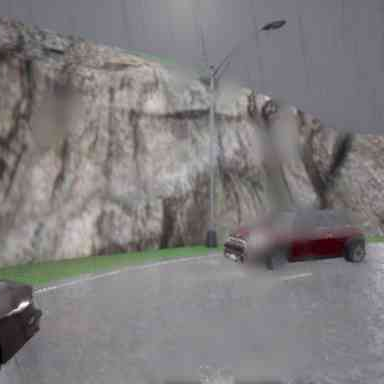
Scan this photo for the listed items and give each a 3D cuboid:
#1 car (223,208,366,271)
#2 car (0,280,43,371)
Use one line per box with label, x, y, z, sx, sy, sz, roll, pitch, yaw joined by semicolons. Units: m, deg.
car;3.290;1.343;10.764;4.553;1.767;2.097;0;0;-22
car;-3.273;1.534;2.274;2.033;1.411;5.357;0;0;8
